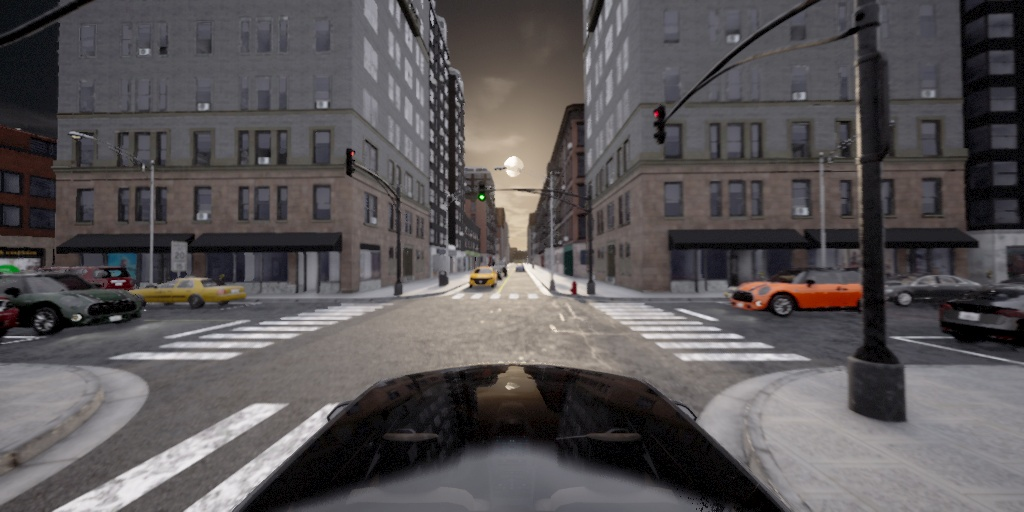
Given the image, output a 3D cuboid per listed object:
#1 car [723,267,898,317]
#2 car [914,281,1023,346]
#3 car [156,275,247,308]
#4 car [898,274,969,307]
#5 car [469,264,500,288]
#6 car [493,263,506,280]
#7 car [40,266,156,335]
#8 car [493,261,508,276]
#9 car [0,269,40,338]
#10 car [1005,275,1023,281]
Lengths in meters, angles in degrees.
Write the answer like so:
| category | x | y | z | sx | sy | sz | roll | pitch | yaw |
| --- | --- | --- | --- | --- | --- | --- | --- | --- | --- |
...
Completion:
| category | x | y | z | sx | sy | sz | roll | pitch | yaw |
| --- | --- | --- | --- | --- | --- | --- | --- | --- | --- |
| car | 10.716 | 1.221 | 13.263 | 4.553 | 1.767 | 2.097 | 0 | -1 | 2 |
| car | 11.960 | 1.326 | 7.686 | 4.313 | 1.339 | 1.948 | 0 | 0 | 1 |
| car | -14.887 | 1.574 | 16.342 | 4.829 | 1.417 | 1.751 | 0 | 0 | 1 |
| car | 17.570 | 1.429 | 15.581 | 4.403 | 1.370 | 2.007 | 0 | 0 | 1 |
| car | -2.219 | 1.615 | 28.410 | 1.882 | 1.535 | 5.008 | 0 | -1 | 1 |
| car | -1.991 | 1.785 | 38.809 | 1.837 | 1.490 | 4.892 | 0 | -1 | 1 |
| car | -14.154 | 1.296 | 10.853 | 4.553 | 1.767 | 2.097 | 0 | -1 | 1 |
| car | -1.752 | 1.644 | 49.403 | 2.150 | 2.045 | 5.566 | 0 | -1 | 1 |
| car | -14.915 | 1.216 | 8.317 | 5.009 | 1.841 | 2.192 | 0 | 0 | 1 |
| car | 20.571 | 1.416 | 12.988 | 4.718 | 1.301 | 1.895 | 0 | -1 | 1 |
